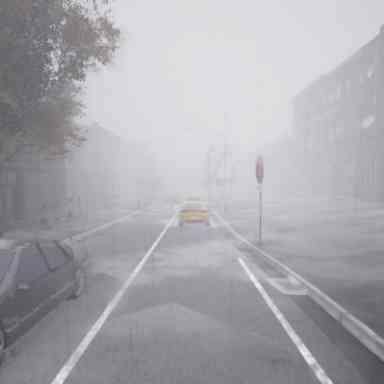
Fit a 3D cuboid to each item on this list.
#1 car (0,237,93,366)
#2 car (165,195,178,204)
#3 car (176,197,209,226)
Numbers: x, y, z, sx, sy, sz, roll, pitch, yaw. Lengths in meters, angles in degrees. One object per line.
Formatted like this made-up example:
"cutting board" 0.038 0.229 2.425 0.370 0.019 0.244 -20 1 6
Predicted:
"car" -3.254 1.536 5.598 2.033 1.411 5.357 0 0 0
"car" -2.892 1.089 48.906 1.994 1.385 4.181 0 1 1
"car" 0.137 1.342 22.515 1.882 1.535 5.008 0 1 0
